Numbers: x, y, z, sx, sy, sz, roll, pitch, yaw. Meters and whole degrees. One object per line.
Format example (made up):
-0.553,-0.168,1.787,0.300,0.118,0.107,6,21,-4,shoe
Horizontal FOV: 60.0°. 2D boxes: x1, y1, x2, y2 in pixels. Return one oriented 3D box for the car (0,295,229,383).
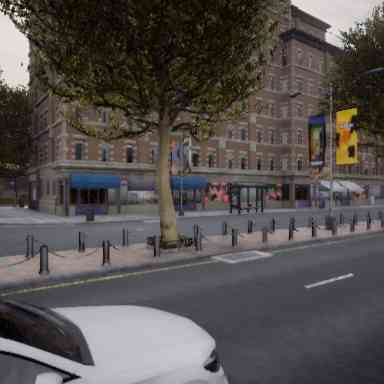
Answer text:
-1.850,1.519,2.421,4.674,1.442,1.812,0,0,-36,car
